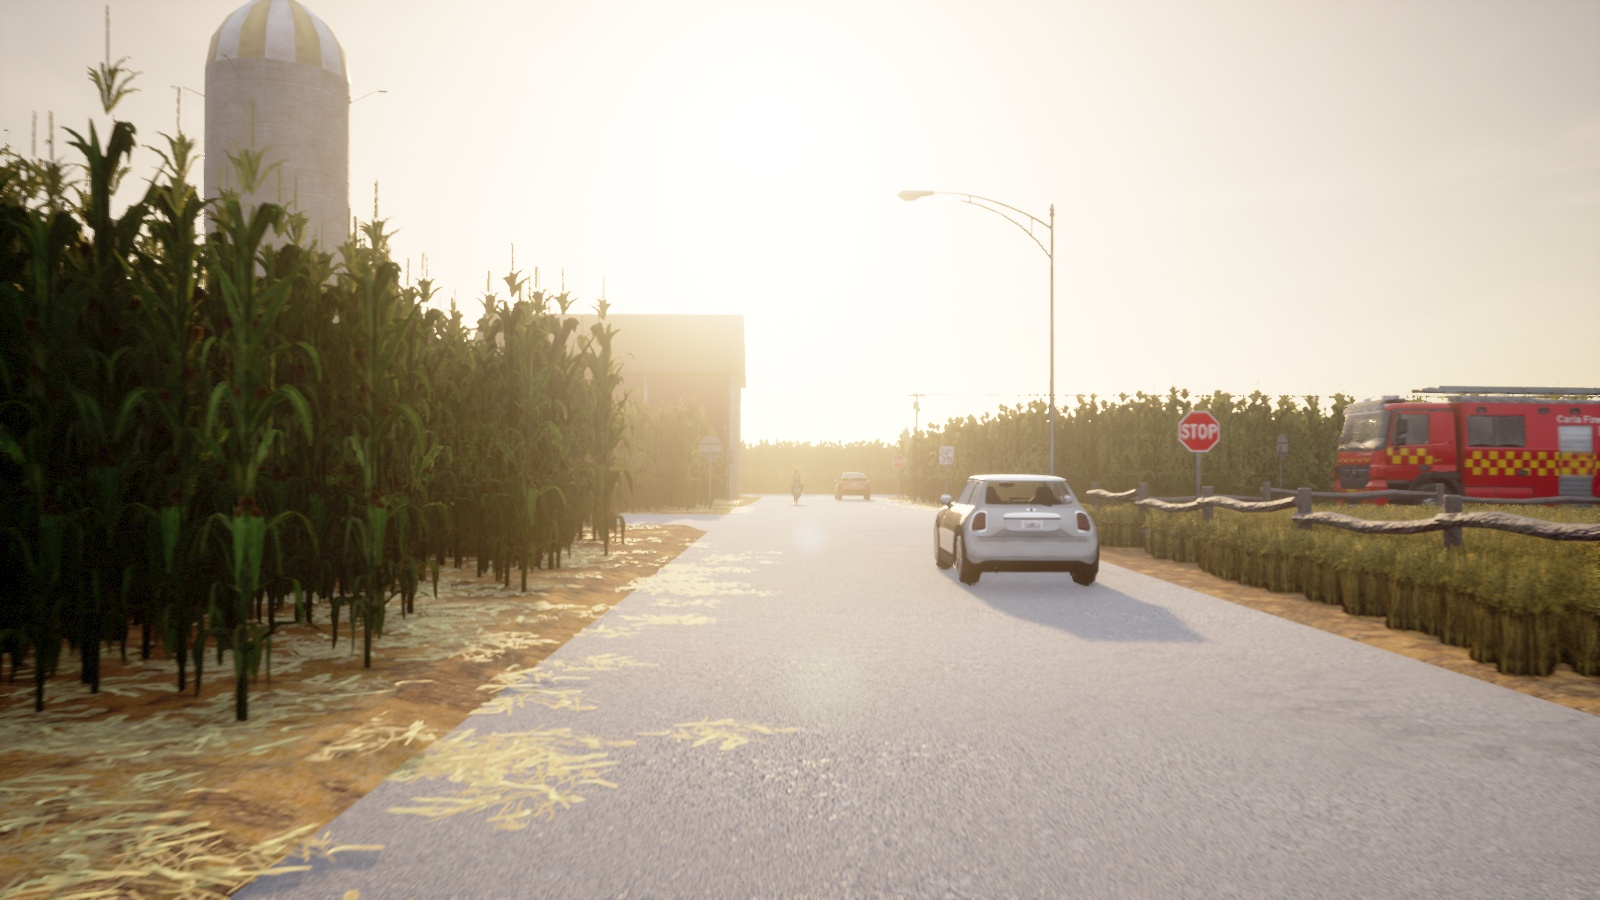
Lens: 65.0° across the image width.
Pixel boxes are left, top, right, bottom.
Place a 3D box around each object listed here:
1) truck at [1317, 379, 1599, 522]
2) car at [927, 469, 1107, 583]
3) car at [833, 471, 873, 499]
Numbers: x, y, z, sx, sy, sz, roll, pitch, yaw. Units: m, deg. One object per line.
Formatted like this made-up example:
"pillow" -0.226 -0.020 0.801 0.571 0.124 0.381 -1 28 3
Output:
"truck" 19.373 0.033 35.335 8.468 3.827 2.891 0 -1 0
"car" 3.055 1.026 18.445 1.970 1.475 3.806 0 -1 0
"car" 2.930 1.933 69.727 2.007 1.525 4.514 0 -1 0
